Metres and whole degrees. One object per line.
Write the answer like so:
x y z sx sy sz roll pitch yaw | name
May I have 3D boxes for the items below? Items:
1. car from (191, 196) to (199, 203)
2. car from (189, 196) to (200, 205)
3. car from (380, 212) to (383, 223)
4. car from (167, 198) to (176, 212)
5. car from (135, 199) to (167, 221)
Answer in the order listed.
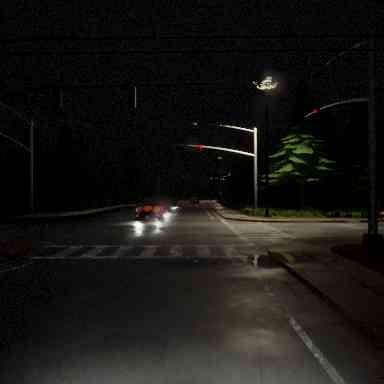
0.718 1.630 75.688 1.837 1.490 4.892 0 0 2 | car
0.387 1.690 65.381 1.812 1.442 4.674 0 0 2 | car
15.168 1.484 22.040 5.008 1.535 1.882 0 0 1 | car
-3.564 1.614 41.244 2.128 1.511 4.902 0 0 0 | car
-3.583 1.447 28.708 2.097 1.767 4.553 0 0 0 | car
